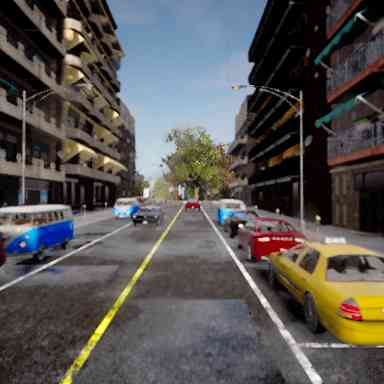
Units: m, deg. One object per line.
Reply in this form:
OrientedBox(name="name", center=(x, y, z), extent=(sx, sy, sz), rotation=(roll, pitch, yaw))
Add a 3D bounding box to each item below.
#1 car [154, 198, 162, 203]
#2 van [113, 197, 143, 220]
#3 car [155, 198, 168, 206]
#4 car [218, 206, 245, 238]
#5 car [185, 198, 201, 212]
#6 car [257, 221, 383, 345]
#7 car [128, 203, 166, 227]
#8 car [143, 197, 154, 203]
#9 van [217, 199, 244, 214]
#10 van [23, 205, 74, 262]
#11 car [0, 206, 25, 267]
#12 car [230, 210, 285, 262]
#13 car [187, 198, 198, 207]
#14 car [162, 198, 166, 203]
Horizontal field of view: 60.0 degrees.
OrientedBox(name="car", center=(-5.699, 1.755, 46.079), extent=(1.947, 1.339, 4.313), rotation=(1, 0, 0))
OrientedBox(name="van", center=(-5.688, 1.458, 29.095), extent=(1.690, 1.788, 3.998), rotation=(1, 0, 0))
OrientedBox(name="car", center=(-5.799, 1.816, 63.060), extent=(2.008, 1.369, 4.403), rotation=(1, 0, 0))
OrientedBox(name="car", center=(2.701, 1.637, 17.736), extent=(1.947, 1.339, 4.313), rotation=(1, 0, 0))
OrientedBox(name="car", center=(0.082, 1.651, 42.466), extent=(1.882, 1.535, 5.008), rotation=(0, 0, 0))
OrientedBox(name="car", center=(2.700, 1.552, 6.583), extent=(1.752, 1.417, 4.829), rotation=(1, 0, 0))
OrientedBox(name="car", center=(-3.040, 1.696, 23.893), extent=(1.895, 1.301, 4.718), rotation=(0, 0, 1))
OrientedBox(name="car", center=(-5.690, 1.455, 34.756), extent=(2.192, 1.841, 5.009), rotation=(1, 0, 0))
OrientedBox(name="van", center=(2.681, 1.435, 23.399), extent=(1.690, 1.788, 3.998), rotation=(1, 0, 0))
OrientedBox(name="van", center=(-5.681, 1.389, 12.110), extent=(1.690, 1.788, 3.998), rotation=(1, 0, 0))
OrientedBox(name="car", center=(-5.678, 1.341, 6.449), extent=(2.192, 1.841, 5.009), rotation=(1, 0, 0))
OrientedBox(name="car", center=(2.700, 1.593, 12.074), extent=(1.887, 1.381, 4.507), rotation=(1, 0, 0))
OrientedBox(name="car", center=(0.065, 1.762, 56.637), extent=(1.812, 1.442, 4.674), rotation=(0, 0, -2))
OrientedBox(name="car", center=(-5.702, 1.765, 51.741), extent=(2.008, 1.369, 4.403), rotation=(1, 0, 0))
